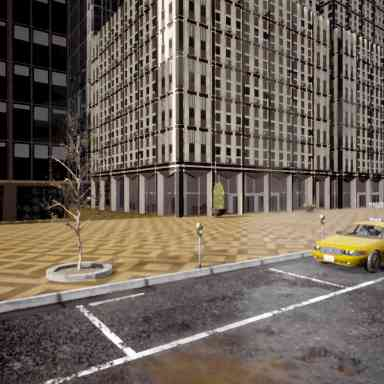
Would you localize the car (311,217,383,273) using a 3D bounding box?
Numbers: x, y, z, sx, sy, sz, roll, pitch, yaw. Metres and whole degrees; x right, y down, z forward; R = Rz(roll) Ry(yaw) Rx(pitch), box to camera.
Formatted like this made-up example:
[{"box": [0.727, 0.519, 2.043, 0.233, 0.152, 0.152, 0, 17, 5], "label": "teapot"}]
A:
[{"box": [5.780, 1.526, 10.677, 4.829, 1.417, 1.752, 0, 0, -35], "label": "car"}]
